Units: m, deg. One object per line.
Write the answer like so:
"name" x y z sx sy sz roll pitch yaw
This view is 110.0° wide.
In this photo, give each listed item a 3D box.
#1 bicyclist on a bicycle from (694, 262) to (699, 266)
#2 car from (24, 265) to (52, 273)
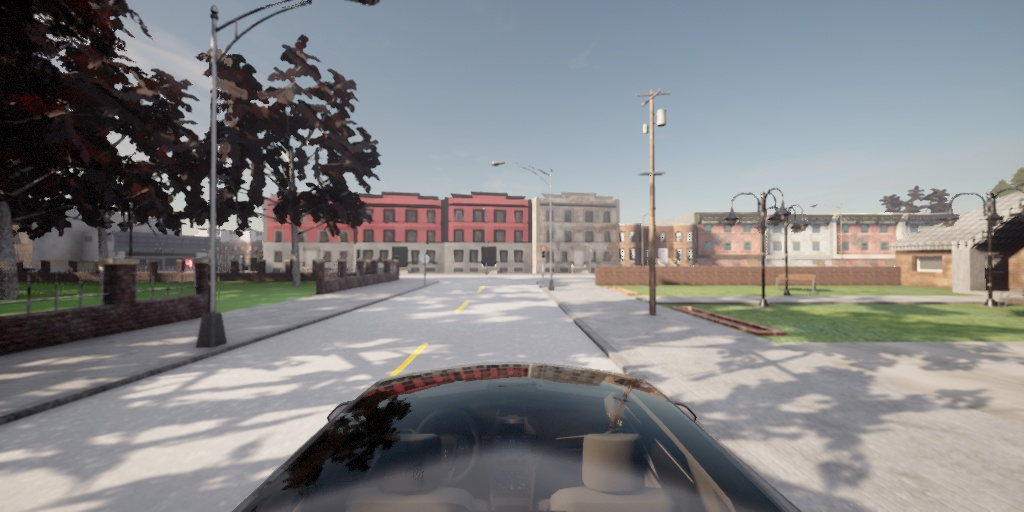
"bicyclist on a bicycle" 17.321 1.386 33.579 0.582 1.620 1.656 0 -1 0
"car" -51.461 1.647 37.840 4.181 1.385 1.994 0 -1 0
